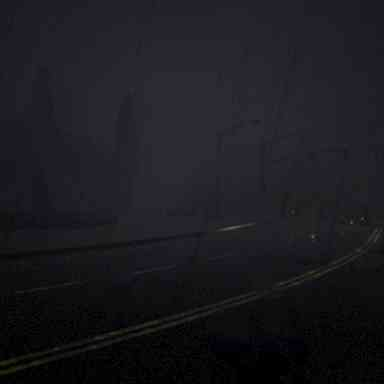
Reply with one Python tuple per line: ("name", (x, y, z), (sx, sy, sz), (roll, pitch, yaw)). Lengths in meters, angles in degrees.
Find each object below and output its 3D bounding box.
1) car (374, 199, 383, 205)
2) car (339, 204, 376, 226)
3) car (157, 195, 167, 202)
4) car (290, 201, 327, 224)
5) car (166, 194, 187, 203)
("car", (45.858, 2.358, 81.330), (2.033, 1.411, 5.357), (0, 0, 34))
("car", (12.736, 1.795, 25.804), (2.033, 1.411, 5.357), (0, 0, 32))
("car", (-6.060, 1.619, 81.656), (1.905, 1.878, 3.866), (0, 0, 34))
("car", (9.731, 1.588, 27.602), (2.097, 1.767, 4.553), (0, 0, 32))
("car", (-3.661, 1.865, 80.037), (1.970, 1.475, 3.806), (0, 0, 34))
